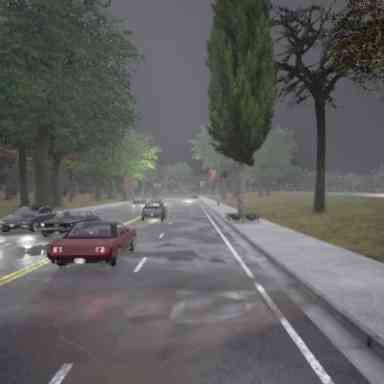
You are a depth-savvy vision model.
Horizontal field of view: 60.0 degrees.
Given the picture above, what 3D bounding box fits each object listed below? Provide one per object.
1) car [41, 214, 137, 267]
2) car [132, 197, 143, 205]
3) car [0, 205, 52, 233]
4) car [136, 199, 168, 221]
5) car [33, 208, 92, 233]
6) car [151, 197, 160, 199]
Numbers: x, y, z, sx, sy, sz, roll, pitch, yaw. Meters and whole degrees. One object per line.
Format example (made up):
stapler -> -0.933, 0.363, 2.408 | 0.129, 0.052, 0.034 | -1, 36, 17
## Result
car -> -3.156, 1.662, 11.578 | 1.895, 1.301, 4.718 | 0, 0, 0
car -> -9.801, 1.661, 61.547 | 1.812, 1.442, 4.674 | 0, 0, 0
car -> -9.857, 1.600, 20.602 | 1.837, 1.490, 4.892 | 0, 0, 0
car -> -3.164, 1.607, 28.742 | 2.128, 1.511, 4.902 | 0, 0, 0
car -> -6.608, 1.689, 18.444 | 1.895, 1.301, 4.718 | 0, 0, 0
car -> -6.563, 1.646, 59.712 | 1.837, 1.490, 4.892 | 0, 0, 1
